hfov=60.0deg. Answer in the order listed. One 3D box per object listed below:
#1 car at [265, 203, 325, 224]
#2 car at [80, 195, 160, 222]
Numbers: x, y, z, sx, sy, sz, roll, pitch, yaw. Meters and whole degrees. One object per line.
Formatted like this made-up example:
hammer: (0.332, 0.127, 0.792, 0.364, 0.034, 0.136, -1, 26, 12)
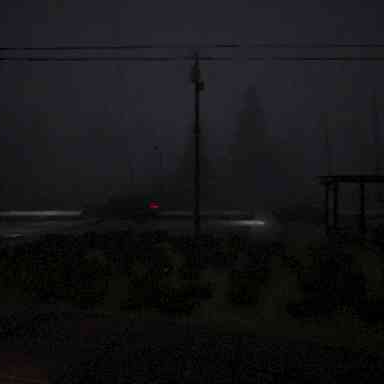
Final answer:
car: (7.321, 1.515, 23.763, 4.181, 1.385, 1.994, 0, 0, 1)
car: (-5.061, 1.221, 23.862, 5.566, 2.045, 2.150, 0, 0, 0)
